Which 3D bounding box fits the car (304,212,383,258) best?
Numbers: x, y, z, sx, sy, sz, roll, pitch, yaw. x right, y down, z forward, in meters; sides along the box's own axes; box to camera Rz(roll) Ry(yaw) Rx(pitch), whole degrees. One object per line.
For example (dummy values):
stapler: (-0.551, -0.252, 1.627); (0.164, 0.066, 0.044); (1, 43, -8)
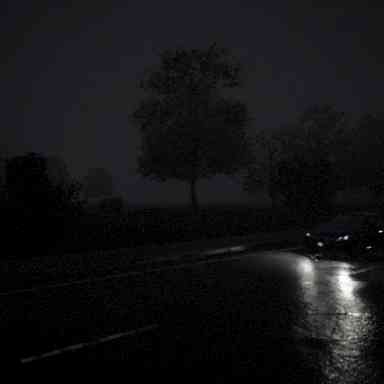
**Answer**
car: (6.317, 1.516, 12.813); (4.674, 1.442, 1.812); (0, 0, -35)
